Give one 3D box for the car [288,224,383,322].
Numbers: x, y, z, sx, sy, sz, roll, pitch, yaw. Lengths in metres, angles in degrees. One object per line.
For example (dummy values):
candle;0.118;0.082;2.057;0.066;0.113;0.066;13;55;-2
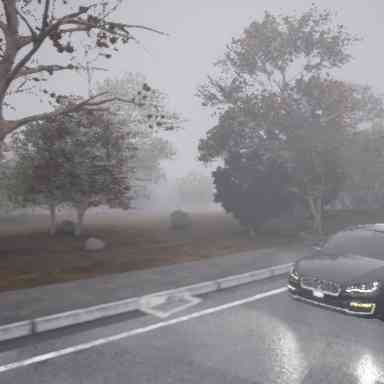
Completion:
car;4.072;1.526;7.345;4.892;1.490;1.837;0;0;-40
